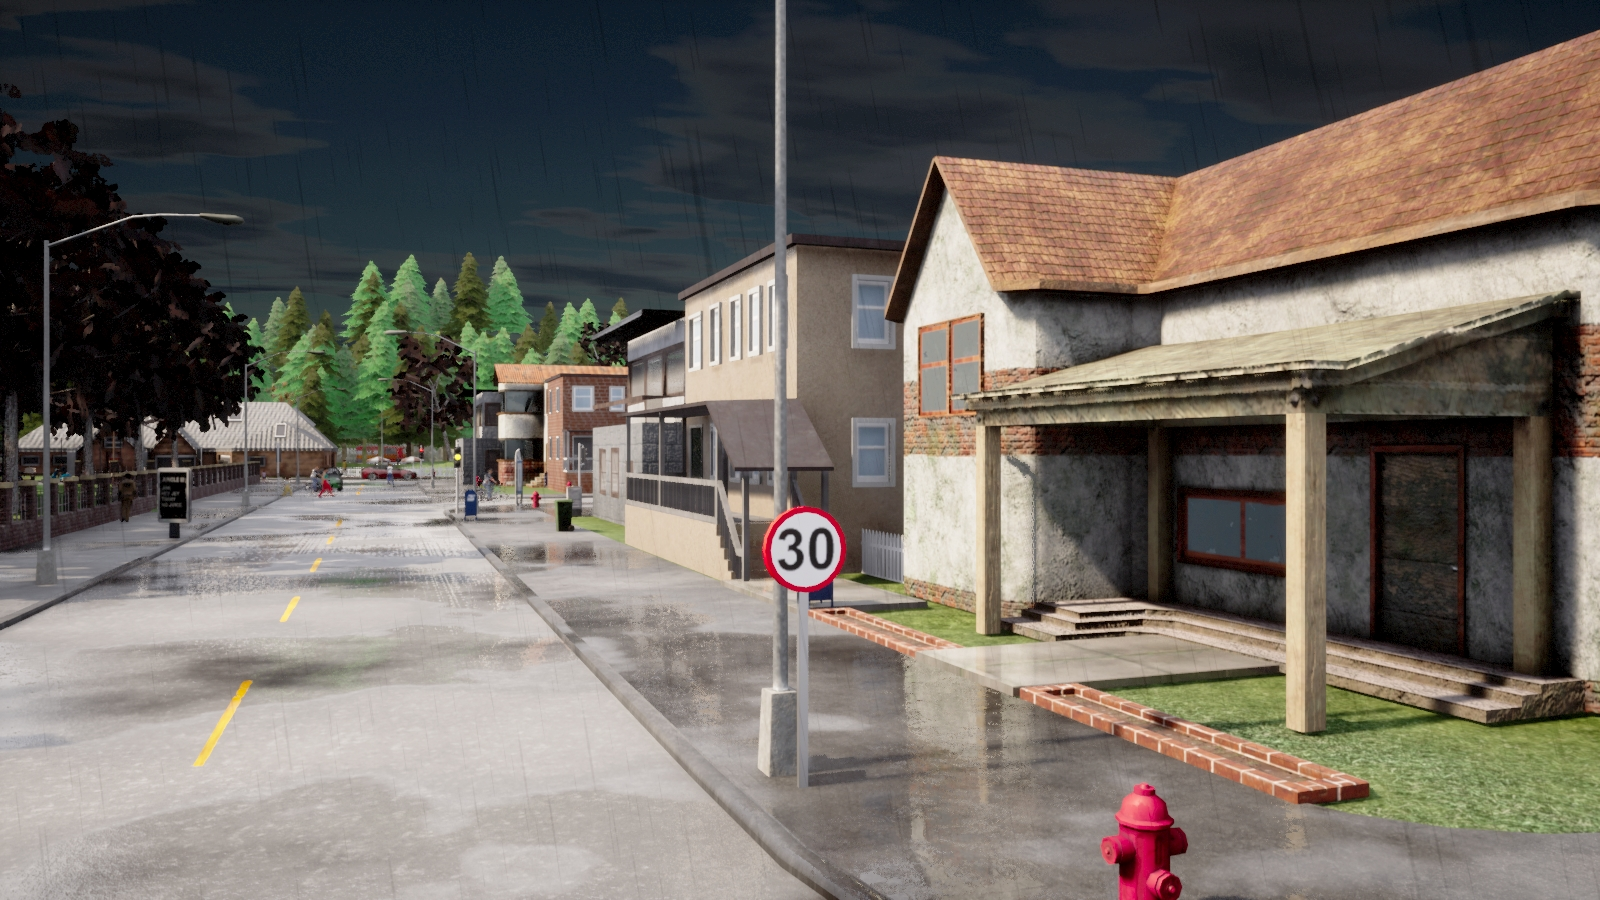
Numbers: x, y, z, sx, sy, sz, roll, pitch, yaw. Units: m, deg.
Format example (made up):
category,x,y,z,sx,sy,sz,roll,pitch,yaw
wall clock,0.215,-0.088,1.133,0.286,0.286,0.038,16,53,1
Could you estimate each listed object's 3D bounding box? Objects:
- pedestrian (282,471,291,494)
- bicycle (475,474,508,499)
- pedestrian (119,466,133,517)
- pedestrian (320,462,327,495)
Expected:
category,x,y,z,sx,sy,sz,roll,pitch,yaw
pedestrian,-30.113,1.908,66.999,0.375,1.300,0.375,0,0,2
bicycle,-16.312,1.936,60.494,1.643,1.296,0.373,0,-2,0
pedestrian,-24.813,1.525,42.062,0.375,1.860,0.375,0,0,-20
pedestrian,-27.146,1.628,65.033,0.375,1.860,0.375,0,0,-23
